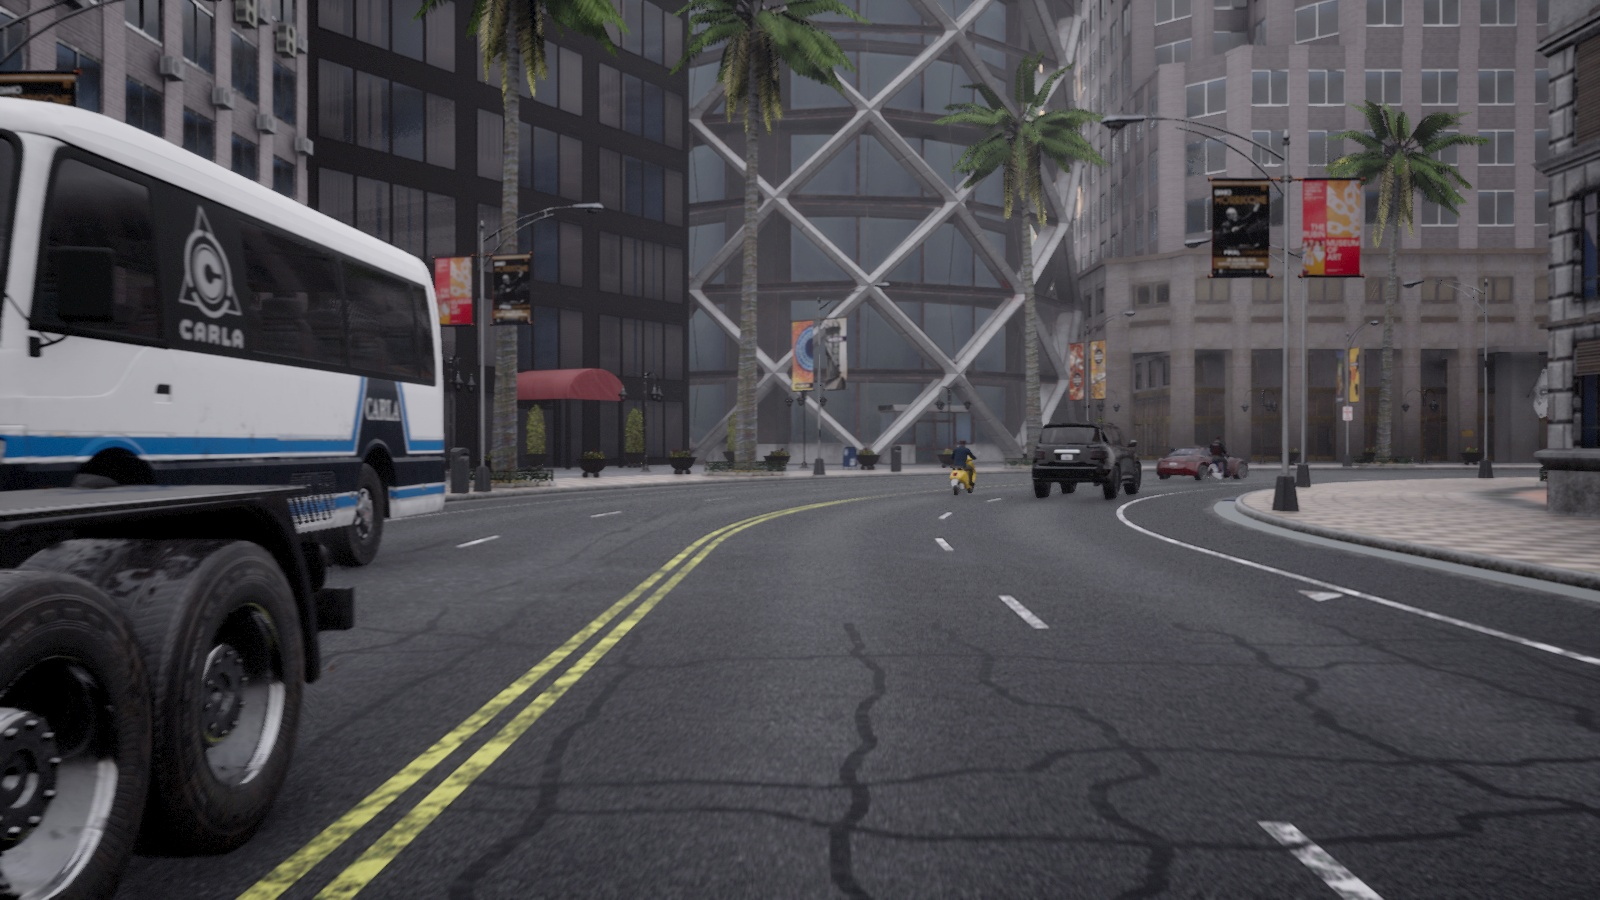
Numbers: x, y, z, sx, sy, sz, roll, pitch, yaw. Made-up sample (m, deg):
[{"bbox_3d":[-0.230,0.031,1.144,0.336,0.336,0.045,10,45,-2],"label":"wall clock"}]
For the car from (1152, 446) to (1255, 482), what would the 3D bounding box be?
[{"bbox_3d":[16.300,0.540,50.670,4.181,1.385,1.994,0,0,-39],"label":"car"}]

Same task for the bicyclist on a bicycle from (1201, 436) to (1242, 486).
[{"bbox_3d":[15.071,0.378,44.914,0.659,1.776,1.843,1,1,44],"label":"bicyclist on a bicycle"}]

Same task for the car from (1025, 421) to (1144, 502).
[{"bbox_3d":[8.030,0.276,34.965,2.150,2.045,5.566,0,0,24],"label":"car"}]

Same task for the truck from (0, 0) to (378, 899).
[{"bbox_3d":[-3.451,-0.249,1.812,2.891,3.462,7.936,0,0,1],"label":"truck"}]

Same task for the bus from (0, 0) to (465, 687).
[{"bbox_3d":[-6.764,-0.707,12.495,3.944,4.253,10.273,0,0,1],"label":"bus"}]

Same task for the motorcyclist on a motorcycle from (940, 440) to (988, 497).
[{"bbox_3d":[4.711,0.499,36.046,0.866,1.590,1.817,0,0,25],"label":"motorcyclist on a motorcycle"}]
